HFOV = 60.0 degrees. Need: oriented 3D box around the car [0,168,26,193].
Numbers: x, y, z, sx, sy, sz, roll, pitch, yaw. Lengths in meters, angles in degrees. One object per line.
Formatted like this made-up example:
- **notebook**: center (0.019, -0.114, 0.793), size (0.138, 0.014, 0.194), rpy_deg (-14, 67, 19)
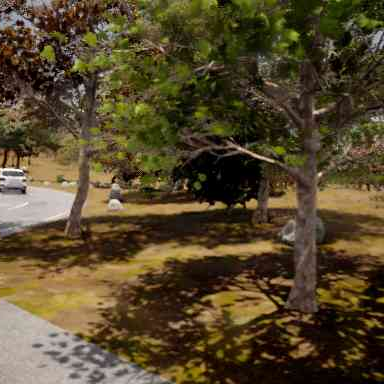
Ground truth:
- **car**: center (-16.622, -1.083, 30.024), size (2.150, 2.045, 5.566), rpy_deg (2, 3, -40)
